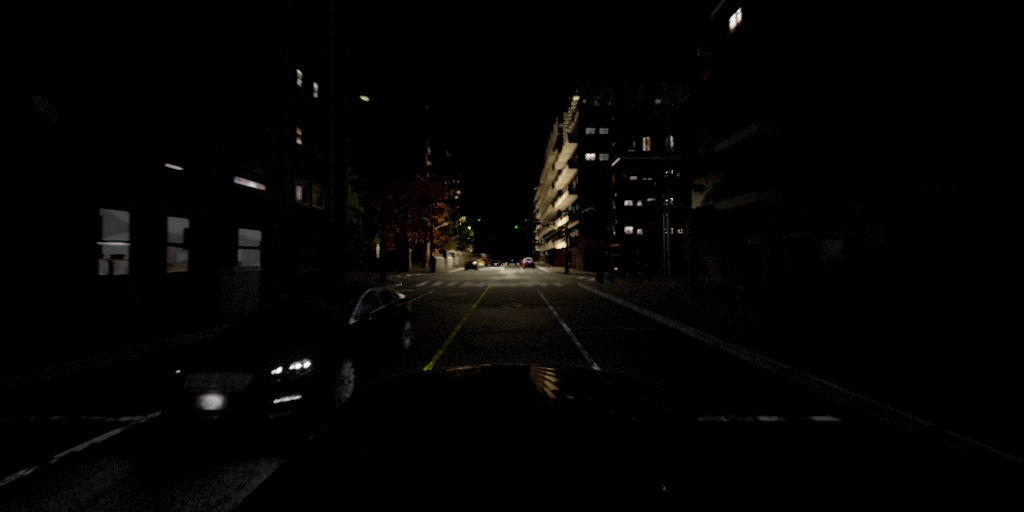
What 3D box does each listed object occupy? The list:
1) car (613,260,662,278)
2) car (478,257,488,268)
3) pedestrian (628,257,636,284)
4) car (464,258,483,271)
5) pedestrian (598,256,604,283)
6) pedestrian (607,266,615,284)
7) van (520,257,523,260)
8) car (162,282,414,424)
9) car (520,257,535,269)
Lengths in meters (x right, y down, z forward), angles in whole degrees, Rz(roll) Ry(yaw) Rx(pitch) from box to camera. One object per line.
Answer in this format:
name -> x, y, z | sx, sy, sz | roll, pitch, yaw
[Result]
car -> 13.468, 1.369, 38.558 | 5.009, 1.841, 2.192 | 0, 0, -1
car -> -5.660, 1.328, 62.000 | 1.751, 1.417, 4.829 | 0, 0, 0
pedestrian -> 8.032, 0.944, 23.975 | 0.375, 1.860, 0.375 | 0, 0, 0
car -> -5.665, 1.352, 50.909 | 1.948, 1.339, 4.313 | 0, 0, 0
pedestrian -> 6.132, 0.898, 24.576 | 0.375, 1.860, 0.375 | 0, 0, 0
pedestrian -> 6.528, 1.178, 23.375 | 0.375, 1.300, 0.375 | 0, 0, 0
van -> 2.721, 1.144, 62.165 | 1.690, 1.789, 3.998 | 0, 0, 0
car -> -3.091, 1.242, 6.148 | 2.128, 1.511, 4.902 | 0, 0, 0
car -> 2.718, 1.339, 56.534 | 1.888, 1.381, 4.507 | 0, 0, 0
